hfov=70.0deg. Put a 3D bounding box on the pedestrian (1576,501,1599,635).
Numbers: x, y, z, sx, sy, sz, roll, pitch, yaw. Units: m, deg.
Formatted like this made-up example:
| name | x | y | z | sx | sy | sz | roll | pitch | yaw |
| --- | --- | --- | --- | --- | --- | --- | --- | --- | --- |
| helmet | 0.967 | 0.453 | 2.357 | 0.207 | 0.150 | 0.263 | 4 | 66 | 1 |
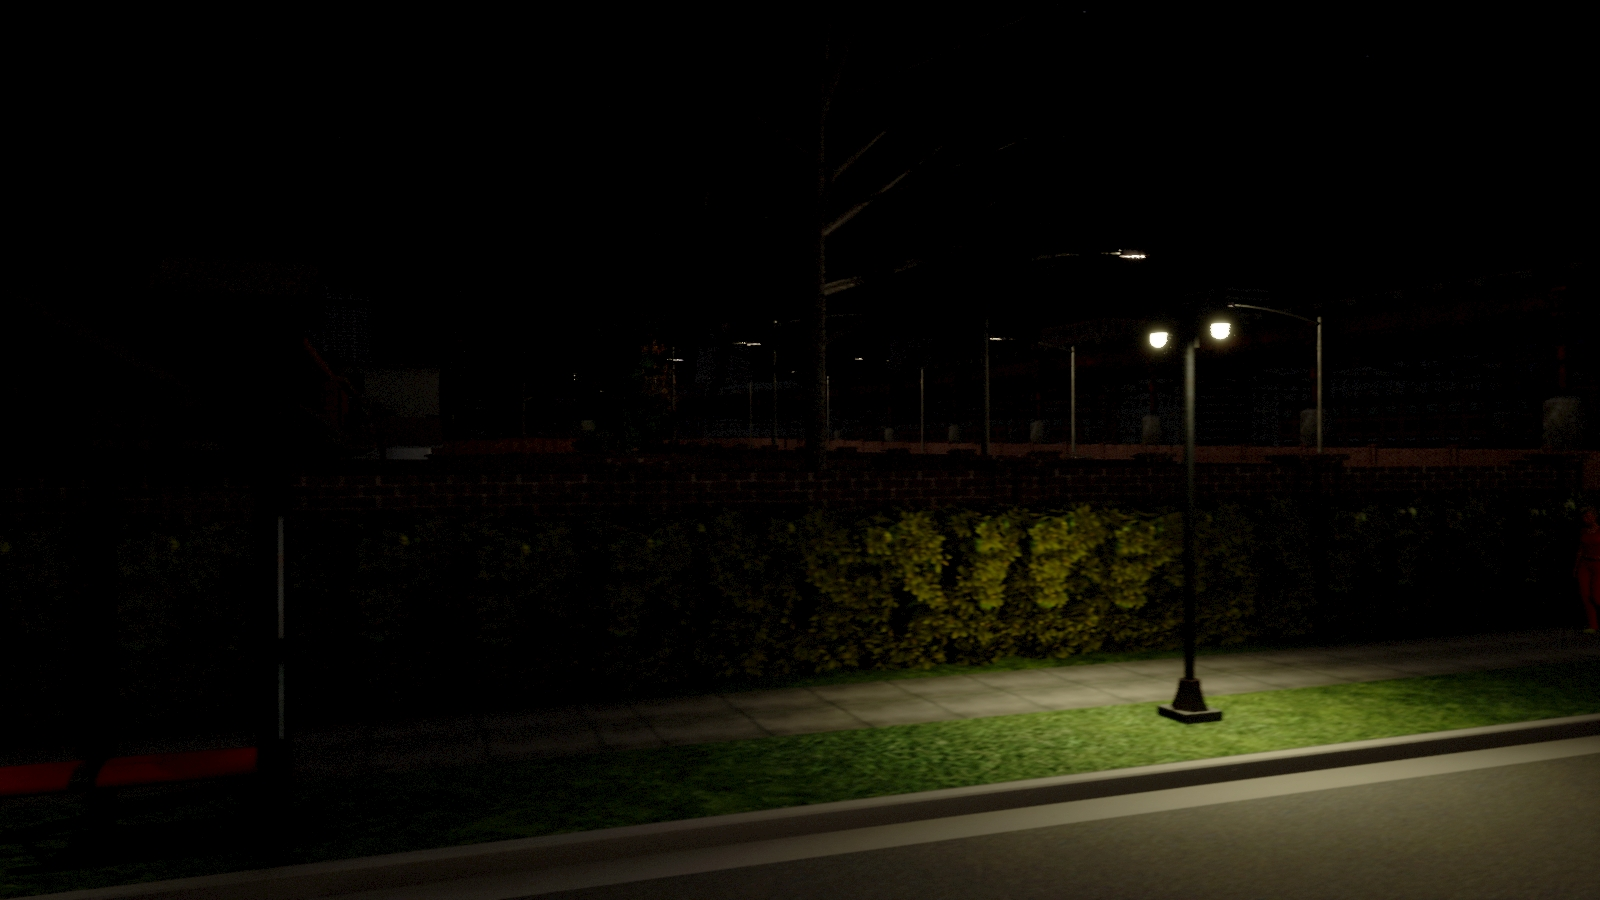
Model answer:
| name | x | y | z | sx | sy | sz | roll | pitch | yaw |
| --- | --- | --- | --- | --- | --- | --- | --- | --- | --- |
| pedestrian | 11.308 | 1.663 | 16.178 | 0.375 | 1.860 | 0.375 | 0 | 0 | -20 |
